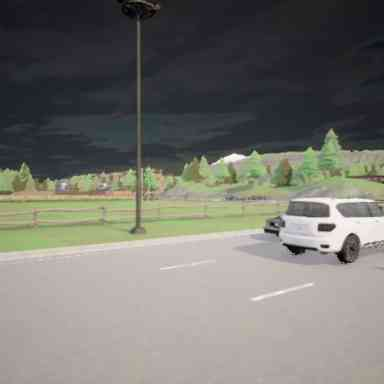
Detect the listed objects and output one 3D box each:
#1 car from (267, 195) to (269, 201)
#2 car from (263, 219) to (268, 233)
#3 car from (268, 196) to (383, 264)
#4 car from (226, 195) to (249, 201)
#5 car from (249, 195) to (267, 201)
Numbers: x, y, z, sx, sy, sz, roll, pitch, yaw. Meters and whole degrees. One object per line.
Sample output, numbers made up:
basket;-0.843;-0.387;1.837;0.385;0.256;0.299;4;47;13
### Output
car;18.780;1.451;85.161;2.128;1.511;4.902;0;0;-36
car;5.929;1.532;16.572;5.357;1.411;2.033;0;0;-35
car;5.558;1.210;12.009;5.566;2.045;2.150;0;0;-35
car;10.301;1.477;78.968;2.033;1.411;5.357;0;0;-36
car;15.953;1.482;83.097;1.994;1.385;4.181;0;0;-36
